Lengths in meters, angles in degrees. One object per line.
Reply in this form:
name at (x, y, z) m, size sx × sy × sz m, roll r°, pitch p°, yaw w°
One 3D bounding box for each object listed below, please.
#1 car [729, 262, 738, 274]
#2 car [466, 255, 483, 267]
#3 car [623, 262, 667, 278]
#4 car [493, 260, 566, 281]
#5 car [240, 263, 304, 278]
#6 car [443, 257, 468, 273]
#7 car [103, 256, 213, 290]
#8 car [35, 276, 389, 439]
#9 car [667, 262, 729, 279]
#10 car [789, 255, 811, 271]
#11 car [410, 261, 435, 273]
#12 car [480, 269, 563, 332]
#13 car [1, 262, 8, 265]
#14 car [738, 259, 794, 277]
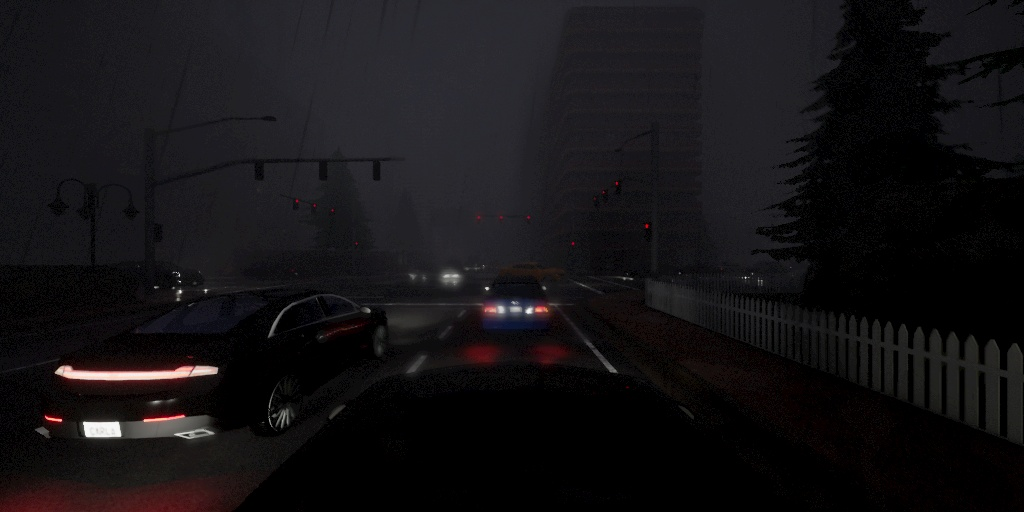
car at (22.042, 1.295, 37.021) m, size 4.718 × 1.301 × 1.895 m, roll 0°, pitch 0°, yaw -30°
car at (-7.021, 0.973, 64.495) m, size 2.150 × 2.045 × 5.566 m, roll 0°, pitch 0°, yaw 0°
car at (13.143, 1.242, 33.454) m, size 5.357 × 1.411 × 2.033 m, roll 0°, pitch 0°, yaw -13°
car at (1.461, 1.201, 26.265) m, size 5.008 × 1.535 × 1.882 m, roll 0°, pitch 1°, yaw 26°
car at (-21.264, 1.294, 31.773) m, size 4.718 × 1.301 × 1.895 m, roll 0°, pitch 0°, yaw 2°
car at (-7.073, 1.241, 43.406) m, size 2.128 × 1.511 × 4.902 m, roll 0°, pitch 0°, yaw 0°
car at (-21.138, 1.047, 21.359) m, size 4.553 × 1.767 × 2.097 m, roll 0°, pitch 0°, yaw 0°
car at (-3.428, 1.242, 5.433) m, size 2.128 × 1.511 × 4.902 m, roll 0°, pitch 0°, yaw 0°
car at (15.877, 1.259, 30.630) m, size 4.181 × 1.385 × 1.994 m, roll 0°, pitch 0°, yaw -20°
car at (34.995, 0.915, 43.558) m, size 2.150 × 2.045 × 5.566 m, roll 0°, pitch 0°, yaw 37°
car at (-10.575, 1.297, 42.920) m, size 2.033 × 1.411 × 5.357 m, roll 0°, pitch 0°, yaw 0°
car at (0.119, 1.297, 10.847) m, size 2.033 × 1.411 × 5.357 m, roll 0°, pitch 0°, yaw 1°
car at (-30.738, 1.242, 21.303) m, size 5.357 × 1.411 × 2.033 m, roll 0°, pitch 0°, yaw 0°
car at (24.356, 1.242, 34.310) m, size 5.357 × 1.411 × 2.033 m, roll 0°, pitch 0°, yaw -31°
